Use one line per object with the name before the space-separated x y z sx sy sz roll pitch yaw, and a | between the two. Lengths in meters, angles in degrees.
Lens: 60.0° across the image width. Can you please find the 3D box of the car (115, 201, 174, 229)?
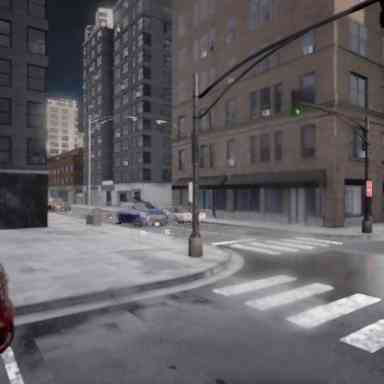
car | -3.475 1.440 22.669 2.097 1.767 4.553 0 0 -36

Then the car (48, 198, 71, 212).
car | -16.349 1.535 40.744 2.097 1.767 4.553 0 0 -35

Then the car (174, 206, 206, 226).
car | -1.133 1.694 24.453 1.895 1.301 4.718 0 0 -35

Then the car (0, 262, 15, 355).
car | -4.428 1.315 3.048 5.009 1.841 2.192 0 0 -35
